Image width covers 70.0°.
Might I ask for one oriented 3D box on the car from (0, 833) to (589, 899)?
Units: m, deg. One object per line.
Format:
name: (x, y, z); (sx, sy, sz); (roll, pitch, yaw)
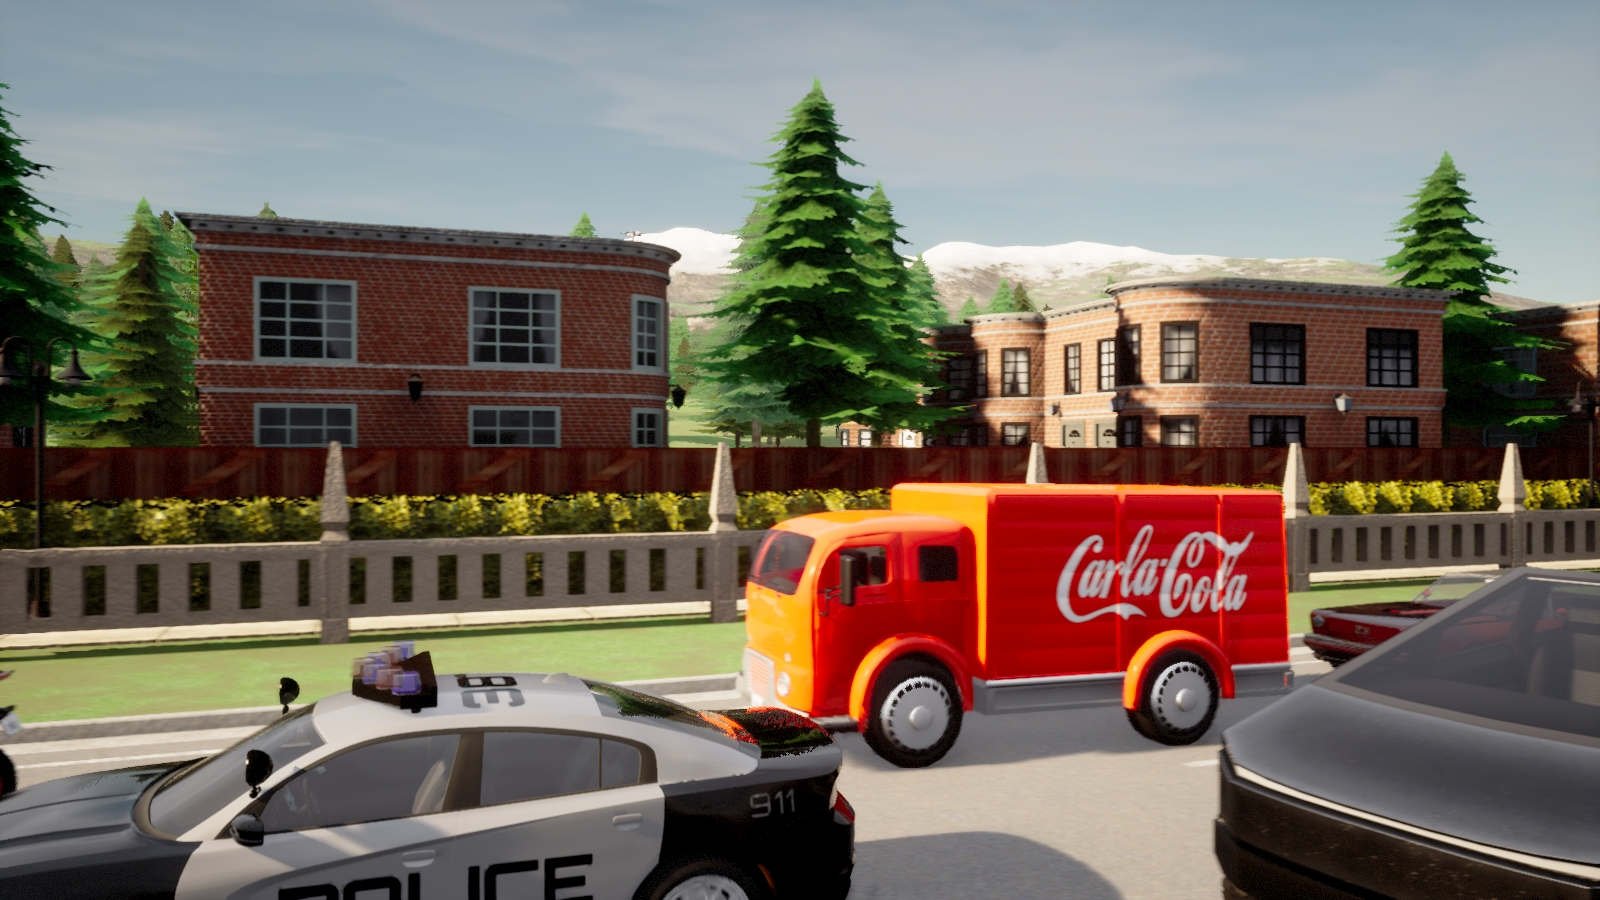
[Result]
car: (-2.498, 2.066, 2.391); (4.193, 1.474, 1.816); (0, 0, -20)

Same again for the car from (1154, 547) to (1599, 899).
car: (5.118, 1.748, 6.431); (6.274, 2.098, 2.390); (0, 0, -31)

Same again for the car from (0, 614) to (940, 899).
car: (-2.065, 1.982, 6.272); (5.238, 1.638, 2.097); (0, 0, -20)

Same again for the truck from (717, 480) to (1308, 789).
truck: (2.043, 1.573, 11.486); (5.204, 2.467, 2.627); (1, 0, -20)

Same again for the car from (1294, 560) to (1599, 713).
car: (8.571, 2.145, 13.873); (4.718, 1.301, 1.895); (0, 0, -20)

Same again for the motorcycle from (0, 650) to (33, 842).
motorcycle: (-6.942, 2.207, 8.223); (2.209, 1.251, 0.867); (0, 0, -20)
